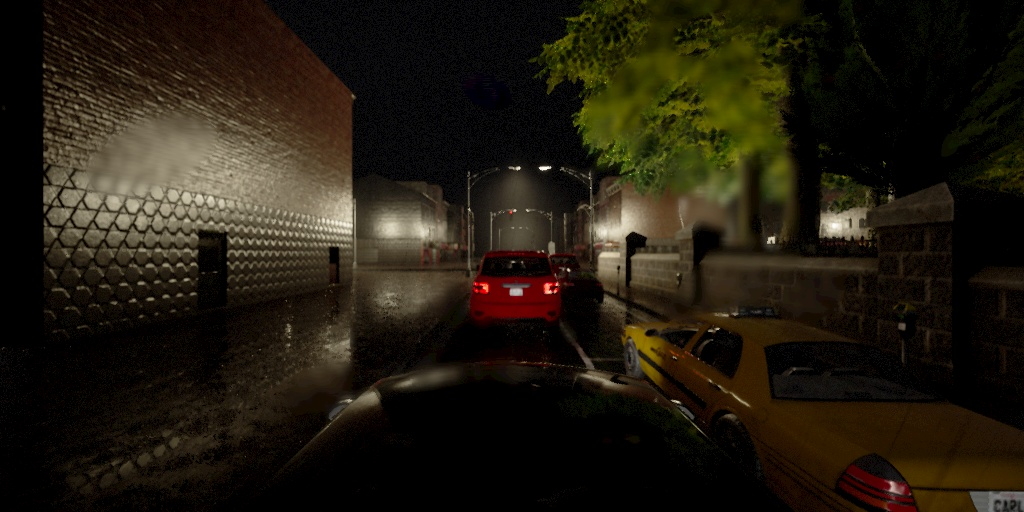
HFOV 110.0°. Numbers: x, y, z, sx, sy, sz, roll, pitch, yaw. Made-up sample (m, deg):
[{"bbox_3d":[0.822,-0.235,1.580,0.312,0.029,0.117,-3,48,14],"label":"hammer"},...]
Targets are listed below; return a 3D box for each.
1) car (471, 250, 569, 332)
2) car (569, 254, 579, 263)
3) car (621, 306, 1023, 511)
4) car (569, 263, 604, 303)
[{"bbox_3d":[0.096,0.835,10.503,2.150,2.045,5.566,0,1,0],"label":"car"},{"bbox_3d":[2.631,0.778,20.381,2.192,1.841,5.009,0,0,0],"label":"car"},{"bbox_3d":[2.637,1.239,4.206,1.751,1.417,4.829,0,0,0],"label":"car"},{"bbox_3d":[2.633,1.127,14.933,1.802,1.307,4.207,0,0,0],"label":"car"}]
